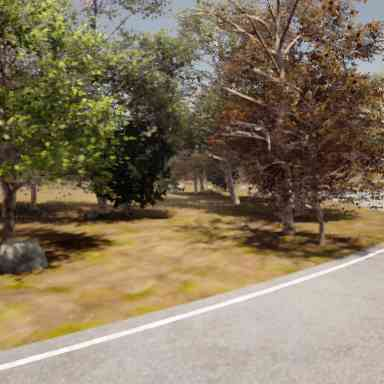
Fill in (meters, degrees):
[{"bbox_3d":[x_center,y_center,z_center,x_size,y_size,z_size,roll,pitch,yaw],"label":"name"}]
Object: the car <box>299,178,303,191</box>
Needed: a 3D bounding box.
[{"bbox_3d":[16.059,-0.786,48.538,2.033,1.411,5.357,-4,3,-1],"label":"car"}]
